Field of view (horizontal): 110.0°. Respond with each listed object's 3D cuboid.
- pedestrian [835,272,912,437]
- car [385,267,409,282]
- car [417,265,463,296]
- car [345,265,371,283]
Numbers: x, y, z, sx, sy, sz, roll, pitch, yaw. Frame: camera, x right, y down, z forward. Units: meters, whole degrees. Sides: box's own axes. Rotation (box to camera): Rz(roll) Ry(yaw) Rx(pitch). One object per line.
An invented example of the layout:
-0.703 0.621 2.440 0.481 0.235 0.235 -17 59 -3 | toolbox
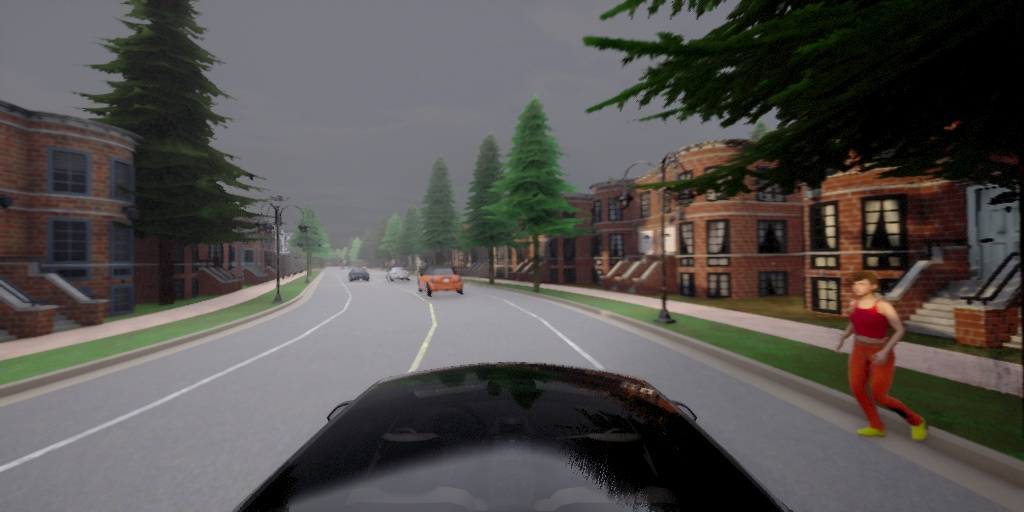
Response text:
3.852 1.009 3.853 0.375 1.860 0.375 -1 -1 -2 | pedestrian
-12.183 1.933 38.146 1.812 1.442 4.674 -1 -1 -27 | car
-4.562 1.437 22.339 2.097 1.767 4.553 -1 -1 -23 | car
-16.037 2.010 37.603 2.033 1.411 5.357 -1 -1 -27 | car
